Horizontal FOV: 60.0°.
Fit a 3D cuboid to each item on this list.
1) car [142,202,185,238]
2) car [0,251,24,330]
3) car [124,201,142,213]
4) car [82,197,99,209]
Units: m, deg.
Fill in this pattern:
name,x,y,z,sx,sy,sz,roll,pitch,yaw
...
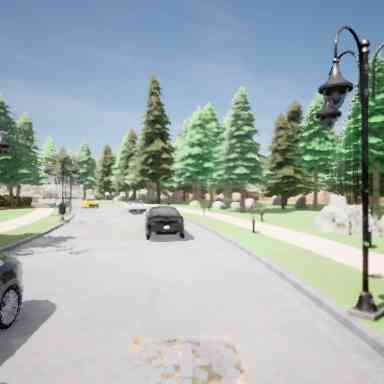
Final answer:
name,x,y,z,sx,sy,sz,roll,pitch,yaw
car,-1.560,1.479,17.746,1.882,1.535,5.008,0,0,-9
car,-3.826,1.517,4.066,1.837,1.490,4.892,0,0,-3
car,-6.253,1.614,36.467,1.895,1.301,4.718,0,0,-19
car,-14.060,1.515,46.018,1.882,1.535,5.008,0,0,-25
